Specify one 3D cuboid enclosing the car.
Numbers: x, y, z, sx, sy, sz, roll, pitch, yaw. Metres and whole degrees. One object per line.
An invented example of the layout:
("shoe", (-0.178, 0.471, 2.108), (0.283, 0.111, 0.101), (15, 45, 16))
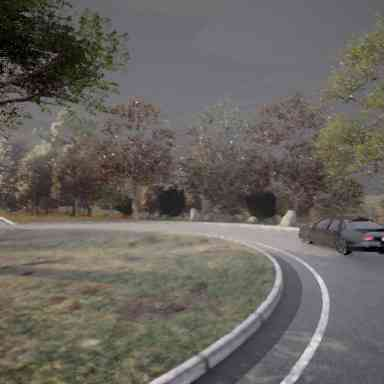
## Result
("car", (6.397, 1.727, 14.023), (2.033, 1.411, 5.357), (-1, -1, -7))
